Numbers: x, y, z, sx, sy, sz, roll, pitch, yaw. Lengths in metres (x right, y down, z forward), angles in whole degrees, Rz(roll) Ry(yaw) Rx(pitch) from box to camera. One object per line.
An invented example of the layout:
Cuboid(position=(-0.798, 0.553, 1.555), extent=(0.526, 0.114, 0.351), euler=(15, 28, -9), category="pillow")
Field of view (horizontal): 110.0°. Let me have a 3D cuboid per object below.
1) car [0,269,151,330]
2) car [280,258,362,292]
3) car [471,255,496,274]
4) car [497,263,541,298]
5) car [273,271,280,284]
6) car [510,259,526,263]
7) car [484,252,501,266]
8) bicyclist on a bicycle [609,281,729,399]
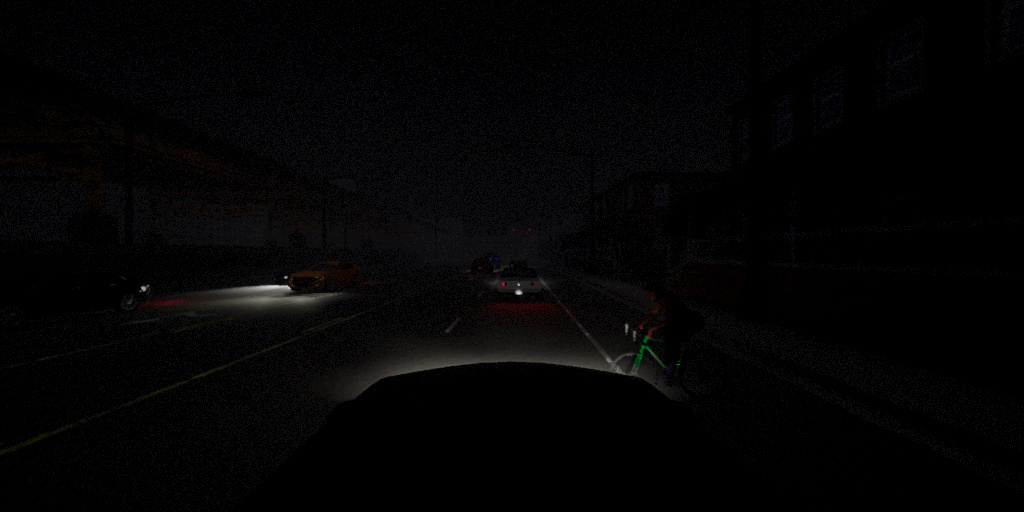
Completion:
Cuboid(position=(-13.967, 1.167, 10.838), extent=(1.837, 1.490, 4.892), euler=(0, 0, 1), category="car")
Cuboid(position=(-10.255, 1.050, 20.091), extent=(1.882, 1.535, 5.008), euler=(0, 0, 1), category="car")
Cuboid(position=(-2.899, 0.904, 35.485), extent=(1.882, 1.535, 5.008), euler=(0, 1, 1), category="car")
Cuboid(position=(0.330, 1.202, 17.206), extent=(1.895, 1.301, 4.718), euler=(0, 1, 1), category="car")
Cuboid(position=(-13.740, 1.100, 23.855), extent=(1.994, 1.385, 4.181), euler=(0, 1, 2), category="car")
Cuboid(position=(0.650, 1.010, 37.299), extent=(1.895, 1.301, 4.718), euler=(0, 1, 1), category="car")
Cuboid(position=(-2.716, 0.523, 47.988), extent=(2.150, 2.045, 5.566), euler=(0, 0, 1), category="car")
Cuboid(position=(2.118, 1.166, 4.891), extent=(1.656, 1.620, 0.582), euler=(-2, 1, 1), category="bicyclist on a bicycle")
